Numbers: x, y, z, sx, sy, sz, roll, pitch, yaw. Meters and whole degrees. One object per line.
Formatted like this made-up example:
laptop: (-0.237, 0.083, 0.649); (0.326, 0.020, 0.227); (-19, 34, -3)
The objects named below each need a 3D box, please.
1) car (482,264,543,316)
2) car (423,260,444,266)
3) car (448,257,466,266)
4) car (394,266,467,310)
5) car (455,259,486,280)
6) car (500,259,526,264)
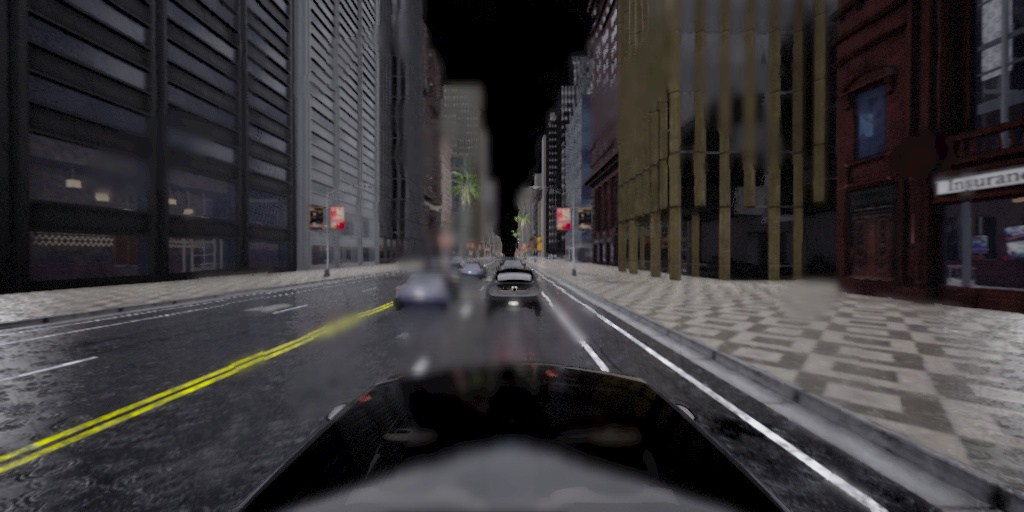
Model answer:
car: (0.082, 1.205, 13.218); (1.837, 1.490, 4.892); (0, 0, 0)
car: (-9.845, 1.135, 44.849); (1.994, 1.385, 4.181); (0, 0, 0)
car: (-6.595, 0.922, 44.782); (2.097, 1.767, 4.553); (0, 0, 0)
car: (-3.166, 1.262, 14.325); (1.994, 1.385, 4.181); (0, 0, 0)
car: (-3.168, 1.197, 29.717); (1.994, 1.385, 4.181); (0, 0, 0)
car: (0.079, 0.989, 28.879); (2.097, 1.767, 4.553); (0, 0, 0)
